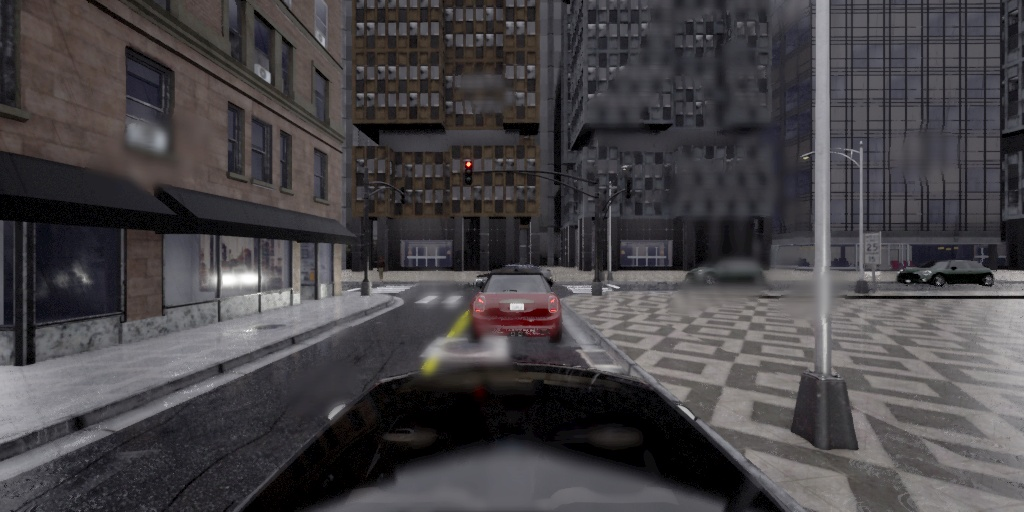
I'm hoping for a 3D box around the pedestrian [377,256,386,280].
[{"bbox_3d":[-9.832,0.903,26.936,0.375,1.860,0.375,0,0,1],"label":"pedestrian"}]

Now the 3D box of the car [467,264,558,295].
[{"bbox_3d":[0.111,1.239,20.570,4.902,1.511,2.128,0,0,-36],"label":"car"}]

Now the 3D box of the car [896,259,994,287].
[{"bbox_3d":[28.172,1.061,23.473,4.553,1.767,2.097,0,0,1],"label":"car"}]

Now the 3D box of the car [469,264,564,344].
[{"bbox_3d":[0.071,1.102,9.751,2.097,1.767,4.553,0,0,-1],"label":"car"}]

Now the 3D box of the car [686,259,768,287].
[{"bbox_3d":[14.027,1.080,23.633,4.553,1.767,2.097,0,0,1],"label":"car"}]
